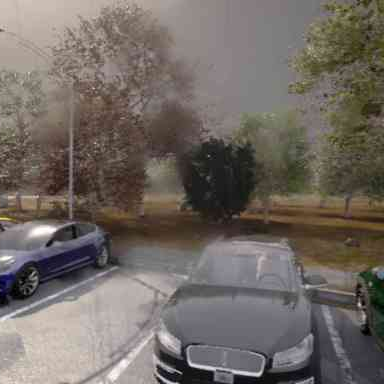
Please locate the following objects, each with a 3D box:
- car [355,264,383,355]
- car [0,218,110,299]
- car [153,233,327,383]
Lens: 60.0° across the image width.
[{"bbox_3d":[3.326,1.358,3.699,2.185,1.767,4.553,0,-1,15],"label":"car"},{"bbox_3d":[-3.961,1.533,8.823,2.163,1.488,4.792,0,-1,15],"label":"car"},{"bbox_3d":[0.924,1.491,5.451,2.231,1.521,4.892,0,-1,15],"label":"car"}]
